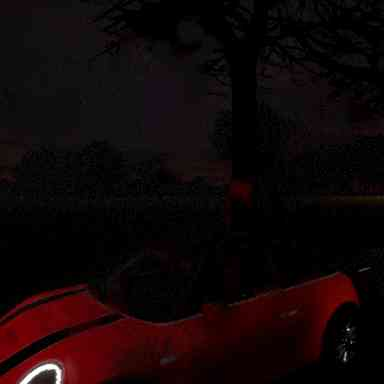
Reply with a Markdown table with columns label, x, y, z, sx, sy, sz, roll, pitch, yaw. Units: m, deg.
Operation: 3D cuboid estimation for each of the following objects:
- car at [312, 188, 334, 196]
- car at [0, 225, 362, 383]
| label | x | y | z | sx | sy | sz | roll | pitch | yaw |
| --- | --- | --- | --- | --- | --- | --- | --- | --- | --- |
| car | 33.681 | 0.074 | 85.735 | 2.150 | 2.045 | 5.566 | 2 | -2 | -35 |
| car | -0.002 | 1.350 | 3.989 | 4.553 | 1.767 | 2.097 | 0 | 0 | -35 |
